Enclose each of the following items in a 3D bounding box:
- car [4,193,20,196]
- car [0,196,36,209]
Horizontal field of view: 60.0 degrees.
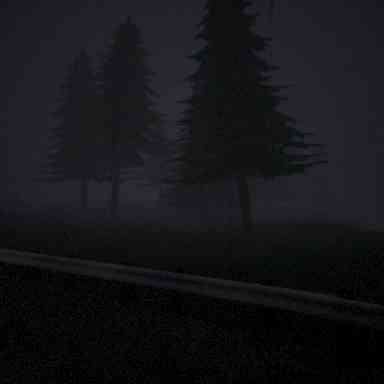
[{"bbox_3d":[-38.980,1.196,71.219,2.150,2.045,5.566,0,0,5],"label":"car"},{"bbox_3d":[-23.077,1.583,44.243,1.895,1.301,4.718,0,0,16],"label":"car"}]
